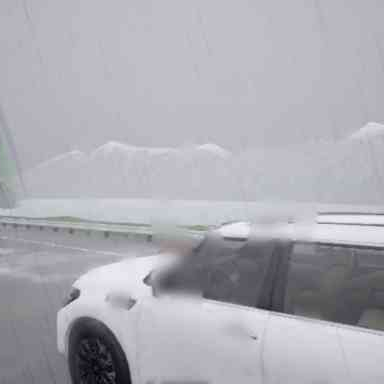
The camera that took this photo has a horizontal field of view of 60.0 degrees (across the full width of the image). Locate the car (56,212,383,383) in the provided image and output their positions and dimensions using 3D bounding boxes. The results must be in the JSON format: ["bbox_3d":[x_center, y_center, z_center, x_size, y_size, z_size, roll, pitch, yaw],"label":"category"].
[{"bbox_3d":[1.033,1.230,3.221,5.566,2.045,2.150,0,0,36],"label":"car"}]

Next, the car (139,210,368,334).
[{"bbox_3d":[1.205,1.373,7.408,4.553,1.767,2.097,-1,0,36],"label":"car"}]
